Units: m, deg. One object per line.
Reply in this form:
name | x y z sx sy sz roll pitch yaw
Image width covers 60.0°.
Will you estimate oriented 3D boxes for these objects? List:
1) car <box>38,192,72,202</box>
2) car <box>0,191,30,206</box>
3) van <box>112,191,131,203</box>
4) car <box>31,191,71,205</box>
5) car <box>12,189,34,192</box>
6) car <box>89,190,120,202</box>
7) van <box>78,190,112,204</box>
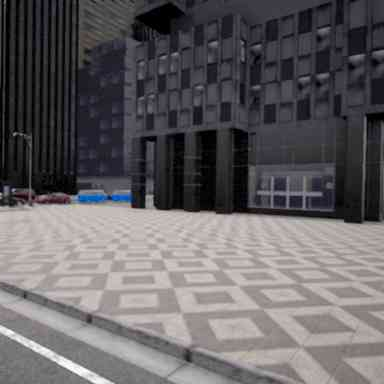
car | -19.957 0.731 48.613 1.802 1.307 4.206 2 1 35
car | -19.580 0.888 34.421 2.008 1.369 4.403 2 1 35
van | -9.715 0.670 48.306 1.690 1.788 3.998 2 1 35
car | -16.293 0.916 39.051 1.802 1.307 4.206 2 1 35
car | -23.239 0.467 43.980 2.192 1.841 5.009 2 1 35
car | -13.806 0.555 52.638 2.097 1.767 4.553 2 1 36
van | -13.002 0.672 43.677 1.690 1.788 3.998 2 1 35
